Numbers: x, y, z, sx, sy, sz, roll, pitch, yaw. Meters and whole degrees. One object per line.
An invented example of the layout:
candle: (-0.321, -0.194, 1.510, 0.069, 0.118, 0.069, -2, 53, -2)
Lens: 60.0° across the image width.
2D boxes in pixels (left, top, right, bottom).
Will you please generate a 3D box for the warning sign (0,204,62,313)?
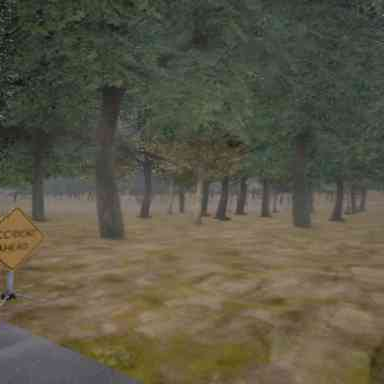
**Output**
warning sign: (-3.486, 1.188, 6.479, 1.060, 1.860, 1.300, 3, -1, 35)
